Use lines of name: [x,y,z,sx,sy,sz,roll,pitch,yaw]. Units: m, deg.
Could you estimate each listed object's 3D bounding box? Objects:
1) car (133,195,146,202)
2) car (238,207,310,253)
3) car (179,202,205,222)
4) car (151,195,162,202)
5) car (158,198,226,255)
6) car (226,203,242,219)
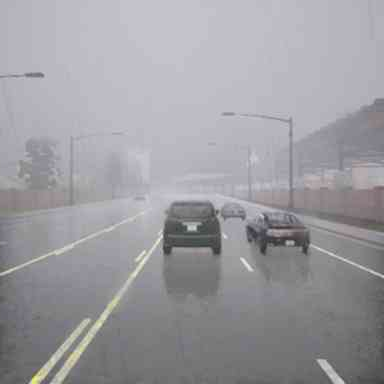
car: [-10.491,1.264,66.431,1.895,1.301,4.718,0,1,0]
car: [3.508,1.613,14.295,2.128,1.511,4.902,0,0,0]
car: [0.006,1.661,28.981,2.033,1.411,5.357,0,0,0]
car: [-6.991,1.269,66.088,1.895,1.301,4.718,0,1,0]
car: [0.004,1.336,14.005,2.150,2.045,5.566,0,0,0]
car: [3.506,1.661,28.981,2.033,1.411,5.357,0,0,0]
